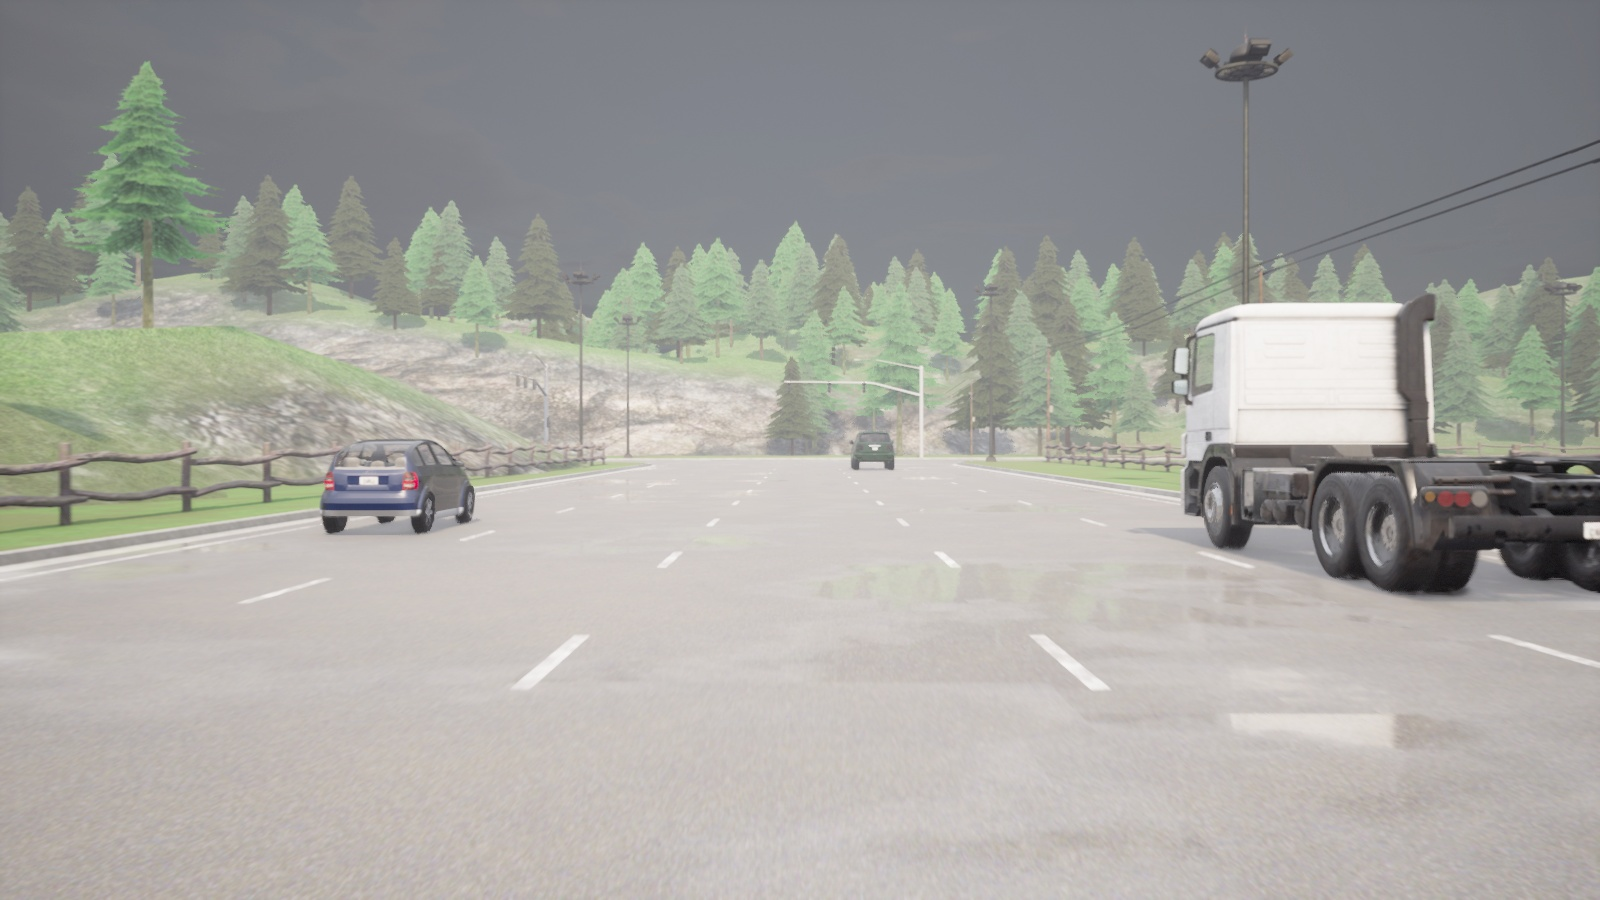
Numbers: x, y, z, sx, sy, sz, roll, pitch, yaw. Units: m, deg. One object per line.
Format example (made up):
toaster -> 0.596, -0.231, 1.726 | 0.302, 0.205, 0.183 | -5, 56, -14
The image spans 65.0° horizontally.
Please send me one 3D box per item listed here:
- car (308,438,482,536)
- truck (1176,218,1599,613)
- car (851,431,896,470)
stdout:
car -> -6.862, 0.573, 21.673 | 1.789, 1.549, 3.705 | 0, 0, 0
truck -> 7.101, -0.330, 14.975 | 2.891, 3.462, 7.936 | 0, 0, 0
car -> 3.898, 0.015, 67.463 | 2.150, 2.045, 5.566 | 0, 0, 0
